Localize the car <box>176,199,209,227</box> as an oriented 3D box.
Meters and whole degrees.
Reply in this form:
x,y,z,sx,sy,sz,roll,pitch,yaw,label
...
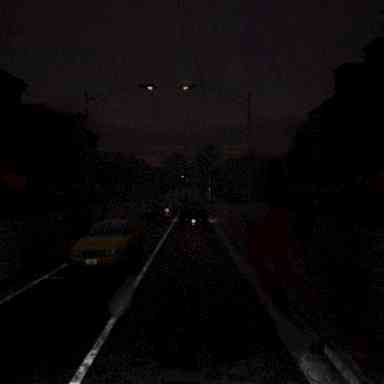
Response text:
x,y,z,sx,sy,sz,roll,pitch,yaw,label
0.095,1.523,22.939,1.837,1.490,4.892,0,0,0,car

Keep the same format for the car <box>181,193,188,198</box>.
x,y,z,sx,sy,sz,roll,pitch,yaw,label
-2.679,1.776,81.715,1.967,1.590,4.097,-2,0,0,car

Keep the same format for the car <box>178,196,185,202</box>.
x,y,z,sx,sy,sz,roll,pitch,yaw,label
-2.676,1.895,87.082,1.752,1.417,4.829,-2,0,0,car

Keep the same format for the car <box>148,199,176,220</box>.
x,y,z,sx,sy,sz,roll,pitch,yaw,label
-2.666,1.471,27.701,1.967,1.590,4.097,-2,0,0,car

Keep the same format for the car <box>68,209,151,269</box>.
x,y,z,sx,sy,sz,roll,pitch,yaw,label
-2.659,1.523,11.189,1.752,1.417,4.829,-1,0,0,car

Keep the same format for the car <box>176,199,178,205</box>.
x,y,z,sx,sy,sz,roll,pitch,yaw,label
-2.661,1.632,33.143,1.802,1.307,4.206,-1,0,0,car

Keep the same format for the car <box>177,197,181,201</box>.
x,y,z,sx,sy,sz,roll,pitch,yaw,label
-2.665,1.624,38.595,2.008,1.369,4.403,-2,0,0,car

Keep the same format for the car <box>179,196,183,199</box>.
x,y,z,sx,sy,sz,roll,pitch,yaw,label
-2.667,1.649,44.044,2.008,1.369,4.403,-2,0,0,car

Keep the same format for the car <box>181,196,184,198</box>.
x,y,z,sx,sy,sz,roll,pitch,yaw,label
-2.668,1.739,54.938,1.802,1.307,4.206,-2,0,0,car
